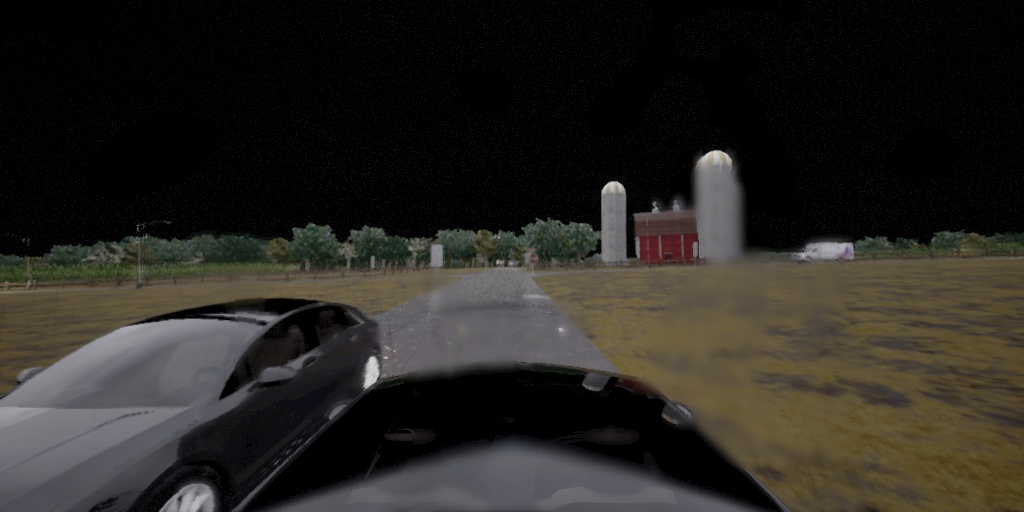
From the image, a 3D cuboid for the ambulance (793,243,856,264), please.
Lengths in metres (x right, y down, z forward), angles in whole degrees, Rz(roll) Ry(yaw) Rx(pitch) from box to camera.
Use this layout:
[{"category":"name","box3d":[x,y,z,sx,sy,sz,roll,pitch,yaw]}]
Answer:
[{"category":"ambulance","box3d":[39.339,-0.292,45.427,6.366,2.431,2.351,-2,-1,0]}]

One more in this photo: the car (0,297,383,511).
[{"category":"car","box3d":[-2.849,1.259,3.575,1.837,1.490,4.892,0,0,0]}]
